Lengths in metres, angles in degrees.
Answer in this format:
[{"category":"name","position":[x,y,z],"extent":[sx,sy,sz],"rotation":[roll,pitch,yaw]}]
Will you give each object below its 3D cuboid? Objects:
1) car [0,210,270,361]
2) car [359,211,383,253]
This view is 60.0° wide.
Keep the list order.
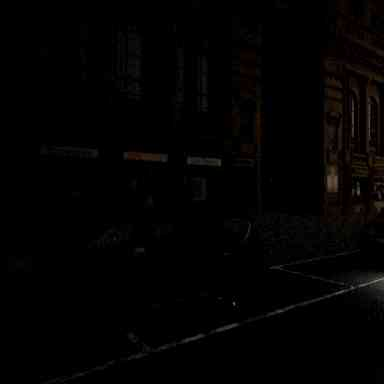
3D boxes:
[{"category":"car","position":[-0.731,1.315,6.118],"extent":[5.009,1.841,2.192],"rotation":[0,0,-35]},{"category":"car","position":[8.404,1.316,12.605],"extent":[5.009,1.841,2.192],"rotation":[0,0,-35]}]
